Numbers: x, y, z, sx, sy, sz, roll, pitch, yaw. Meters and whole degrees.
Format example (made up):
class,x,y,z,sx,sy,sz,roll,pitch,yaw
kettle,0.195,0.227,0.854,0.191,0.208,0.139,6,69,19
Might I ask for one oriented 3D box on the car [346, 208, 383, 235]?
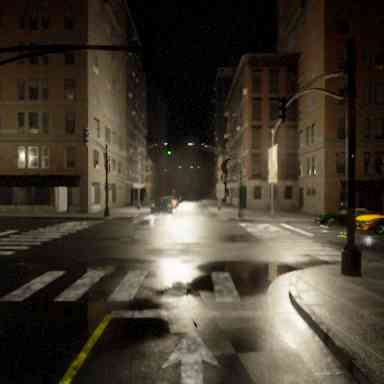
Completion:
class,x,y,z,sx,sy,sz,roll,pitch,yaw
car,12.320,1.685,19.829,5.008,1.535,1.882,1,0,0

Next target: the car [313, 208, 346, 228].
class,x,y,z,sx,sy,sz,roll,pitch,yaw
car,10.972,1.784,23.082,4.718,1.301,1.895,1,0,0

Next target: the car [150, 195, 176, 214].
class,x,y,z,sx,sy,sz,roll,pitch,yaw
car,-3.055,1.320,34.425,2.097,1.767,4.553,0,0,-1

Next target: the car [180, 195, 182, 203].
class,x,y,z,sx,sy,sz,roll,pitch,yaw
car,-3.012,1.546,53.182,1.895,1.301,4.718,0,0,1

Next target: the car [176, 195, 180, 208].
class,x,y,z,sx,sy,sz,roll,pitch,yaw
car,-3.067,1.308,44.059,2.097,1.767,4.553,0,0,0
